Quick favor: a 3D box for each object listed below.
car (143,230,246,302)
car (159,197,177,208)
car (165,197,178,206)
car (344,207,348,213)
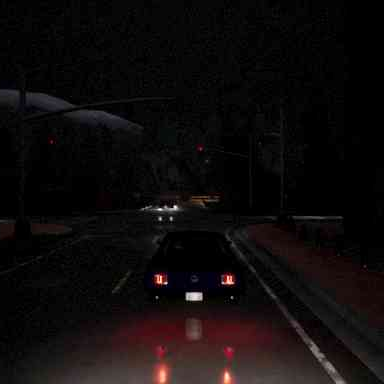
[{"bbox_3d":[0.063,1.601,8.230,1.895,1.301,4.718,0,0,0],"label":"car"},{"bbox_3d":[-3.561,1.526,47.302,1.812,1.442,4.674,0,0,0],"label":"car"},{"bbox_3d":[-3.541,1.601,57.314,1.895,1.301,4.718,0,0,0],"label":"car"},{"bbox_3d":[16.232,1.616,29.688,4.718,1.301,1.895,0,0,-1],"label":"car"}]
